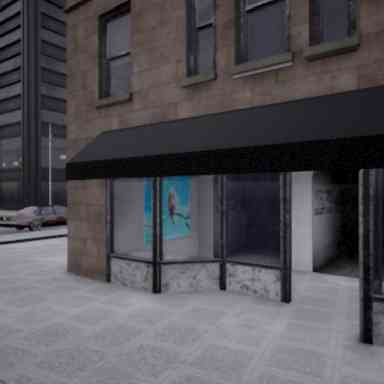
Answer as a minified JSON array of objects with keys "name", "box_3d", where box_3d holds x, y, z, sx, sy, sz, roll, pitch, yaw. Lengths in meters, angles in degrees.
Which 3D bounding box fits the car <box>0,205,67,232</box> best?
[{"name":"car","box_3d":[-8.491,1.482,19.798,2.033,1.411,5.357,0,0,35]}]
